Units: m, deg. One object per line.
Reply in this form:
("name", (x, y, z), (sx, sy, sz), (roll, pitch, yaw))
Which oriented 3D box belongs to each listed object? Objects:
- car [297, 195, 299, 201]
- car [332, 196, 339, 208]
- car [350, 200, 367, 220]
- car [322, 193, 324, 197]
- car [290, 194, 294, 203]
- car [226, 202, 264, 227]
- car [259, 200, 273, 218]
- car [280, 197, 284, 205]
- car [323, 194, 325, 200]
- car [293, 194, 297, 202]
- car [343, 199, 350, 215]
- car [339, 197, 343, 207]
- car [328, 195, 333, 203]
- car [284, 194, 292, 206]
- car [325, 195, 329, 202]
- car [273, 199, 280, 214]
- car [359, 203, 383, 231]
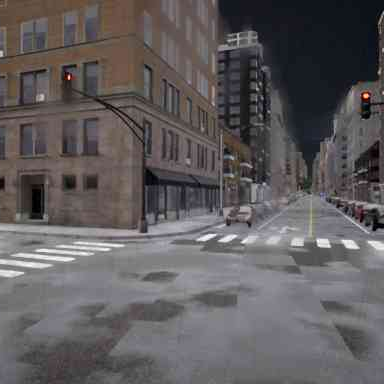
("car", (22.281, 1.304, 74.856), (2.192, 1.841, 5.009), (1, 0, 20))
("car", (20.930, 1.563, 45.968), (1.947, 1.339, 4.313), (1, 0, 20))
("car", (13.430, 1.545, 25.155), (1.887, 1.381, 4.507), (1, 0, 20))
("car", (34.057, 1.426, 82.390), (1.967, 1.590, 4.097), (1, 0, 20))
("car", (16.655, 1.560, 59.252), (1.947, 1.339, 4.313), (1, 0, 20))
("car", (3.533, 1.582, 22.839), (1.802, 1.307, 4.206), (1, 0, 20))
("car", (5.407, 1.566, 28.041), (1.947, 1.339, 4.313), (1, 0, 20))
("car", (9.157, 1.544, 38.444), (1.887, 1.381, 4.507), (1, 0, 20))
("car", (32.181, 1.553, 77.187), (1.947, 1.339, 4.313), (1, 0, 20))
("car", (20.405, 1.557, 69.655), (1.947, 1.339, 4.313), (1, 0, 20))
("car", (15.305, 1.551, 30.359), (2.008, 1.369, 4.403), (1, 0, 20))
("car", (17.180, 1.544, 35.562), (1.887, 1.381, 4.507), (1, 0, 20))
("car", (24.680, 1.545, 56.374), (2.008, 1.369, 4.403), (1, 0, 20))
("car", (14.724, 1.521, 53.890), (1.752, 1.417, 4.829), (1, 0, 20))
("car", (28.431, 1.557, 66.781), (1.947, 1.339, 4.313), (1, 0, 20))
("car", (7.282, 1.550, 33.243), (2.008, 1.369, 4.403), (1, 0, 20))
("car", (11.555, 1.566, 19.952), (1.947, 1.339, 4.313), (1, 0, 20))
